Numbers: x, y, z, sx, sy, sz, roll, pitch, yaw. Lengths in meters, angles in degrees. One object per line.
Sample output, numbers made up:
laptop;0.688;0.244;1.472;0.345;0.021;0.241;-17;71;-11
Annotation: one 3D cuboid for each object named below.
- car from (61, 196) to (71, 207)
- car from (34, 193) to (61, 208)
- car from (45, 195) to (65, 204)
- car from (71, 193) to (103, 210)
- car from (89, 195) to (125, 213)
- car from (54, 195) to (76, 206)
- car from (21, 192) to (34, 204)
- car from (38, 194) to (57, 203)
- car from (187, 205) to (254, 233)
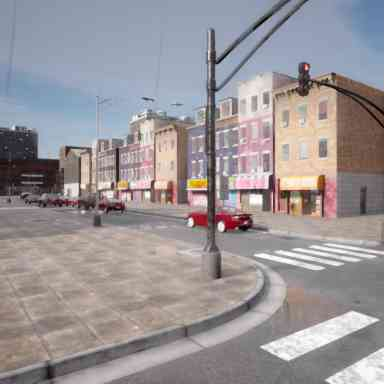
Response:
car;-14.236;1.183;40.858;1.802;1.307;4.206;0;0;-35
car;-17.714;0.936;41.283;2.097;1.767;4.553;0;1;-35
car;-20.506;1.090;49.742;1.802;1.307;4.206;0;0;-35
car;-11.097;0.964;36.414;2.192;1.841;5.009;1;0;-35
car;-7.964;1.244;31.973;1.887;1.381;4.507;1;0;-35
car;-17.371;1.136;45.299;1.802;1.307;4.206;0;0;-35
car;-23.573;1.046;49.502;2.033;1.411;5.357;0;1;-35
car;-23.641;1.014;54.184;2.008;1.369;4.403;0;0;-35
car;1.442;1.403;18.647;1.887;1.381;4.507;1;0;-35
